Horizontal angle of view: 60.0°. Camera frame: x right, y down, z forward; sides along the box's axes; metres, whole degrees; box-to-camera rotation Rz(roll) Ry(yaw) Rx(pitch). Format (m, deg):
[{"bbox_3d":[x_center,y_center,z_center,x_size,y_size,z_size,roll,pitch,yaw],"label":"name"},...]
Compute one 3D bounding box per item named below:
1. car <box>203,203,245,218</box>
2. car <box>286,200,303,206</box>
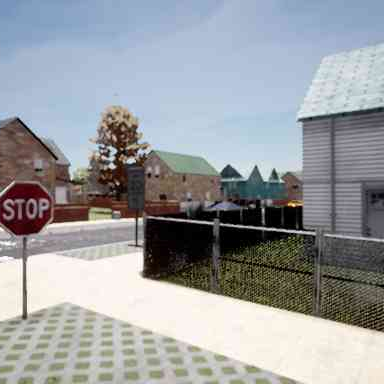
[{"bbox_3d":[3.019,1.706,29.790,2.033,1.411,5.357,-1,-1,35],"label":"car"},{"bbox_3d":[14.635,1.864,46.183,1.882,1.535,5.008,-1,-1,35],"label":"car"}]
